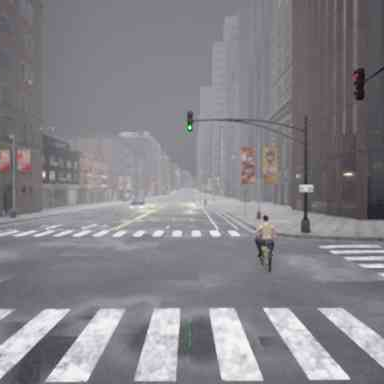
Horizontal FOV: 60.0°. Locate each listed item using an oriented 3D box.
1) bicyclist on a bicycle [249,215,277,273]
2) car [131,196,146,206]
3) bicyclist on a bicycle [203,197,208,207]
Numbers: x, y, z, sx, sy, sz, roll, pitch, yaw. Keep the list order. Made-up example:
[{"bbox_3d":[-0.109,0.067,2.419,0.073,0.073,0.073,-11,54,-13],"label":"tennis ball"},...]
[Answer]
[{"bbox_3d":[2.170,1.480,9.907,0.866,1.612,1.509,0,1,0],"label":"bicyclist on a bicycle"},{"bbox_3d":[-9.753,1.594,60.773,2.097,1.767,4.553,0,0,0],"label":"car"},{"bbox_3d":[2.168,1.656,54.194,0.866,1.612,1.509,0,0,0],"label":"bicyclist on a bicycle"}]
